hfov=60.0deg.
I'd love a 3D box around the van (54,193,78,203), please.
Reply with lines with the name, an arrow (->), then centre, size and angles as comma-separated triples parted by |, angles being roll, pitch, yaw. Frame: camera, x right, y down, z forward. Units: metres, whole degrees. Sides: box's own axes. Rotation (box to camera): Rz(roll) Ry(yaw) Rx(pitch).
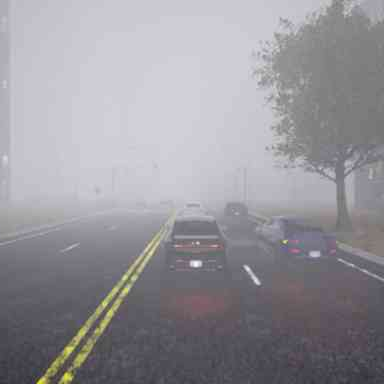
van -> -22.658, 1.099, 60.087 | 3.998, 1.788, 1.690 | 0, 0, 1

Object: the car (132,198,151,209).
car -> -6.505, 1.533, 43.245 | 1.994, 1.385, 4.181 | 0, 0, 0

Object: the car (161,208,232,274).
car -> 0.099, 1.495, 10.557 | 1.837, 1.490, 4.892 | 0, 0, 0

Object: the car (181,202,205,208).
car -> 0.097, 1.491, 26.759 | 1.812, 1.442, 4.674 | 0, 0, 0

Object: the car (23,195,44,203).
car -> -28.197, 1.277, 60.134 | 4.507, 1.381, 1.887 | 0, 0, 1

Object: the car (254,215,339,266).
car -> 3.349, 1.514, 11.357 | 1.812, 1.442, 4.674 | 0, 0, 0

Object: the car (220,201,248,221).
car -> 3.348, 1.442, 27.154 | 1.882, 1.535, 5.008 | 0, 0, 0

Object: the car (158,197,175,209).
car -> -3.255, 1.402, 43.244 | 1.994, 1.385, 4.181 | 0, 0, 0
